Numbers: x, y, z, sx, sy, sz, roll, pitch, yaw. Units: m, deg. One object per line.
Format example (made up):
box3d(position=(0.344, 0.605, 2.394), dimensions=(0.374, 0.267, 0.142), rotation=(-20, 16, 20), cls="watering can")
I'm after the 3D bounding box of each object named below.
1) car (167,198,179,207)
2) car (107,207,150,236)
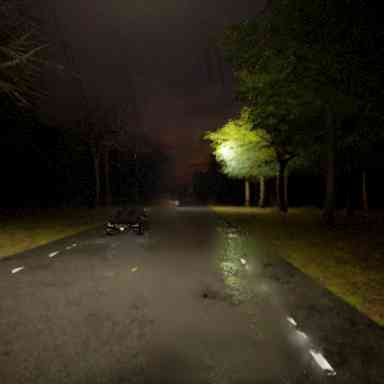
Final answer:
box3d(position=(-3.531, 1.900, 62.300), dimensions=(2.097, 1.767, 4.553), rotation=(0, -1, 1), cls="car")
box3d(position=(-3.598, 1.671, 19.482), dimensions=(1.837, 1.490, 4.892), rotation=(0, -1, 0), cls="car")
